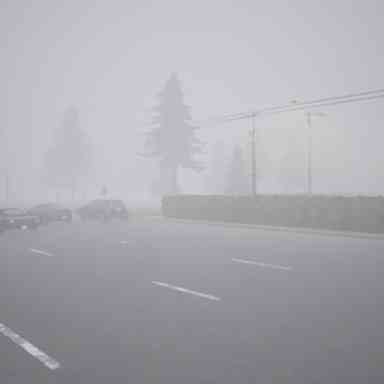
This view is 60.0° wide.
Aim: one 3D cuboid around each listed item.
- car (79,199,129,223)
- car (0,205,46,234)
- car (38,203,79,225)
[{"bbox_3d":[-6.869,1.307,25.281,4.553,1.767,2.097,0,0,41],"label":"car"},{"bbox_3d":[-10.586,1.579,19.223,4.718,1.301,1.895,0,0,41],"label":"car"},{"bbox_3d":[-10.208,1.492,23.543,4.674,1.442,1.812,0,0,41],"label":"car"}]
